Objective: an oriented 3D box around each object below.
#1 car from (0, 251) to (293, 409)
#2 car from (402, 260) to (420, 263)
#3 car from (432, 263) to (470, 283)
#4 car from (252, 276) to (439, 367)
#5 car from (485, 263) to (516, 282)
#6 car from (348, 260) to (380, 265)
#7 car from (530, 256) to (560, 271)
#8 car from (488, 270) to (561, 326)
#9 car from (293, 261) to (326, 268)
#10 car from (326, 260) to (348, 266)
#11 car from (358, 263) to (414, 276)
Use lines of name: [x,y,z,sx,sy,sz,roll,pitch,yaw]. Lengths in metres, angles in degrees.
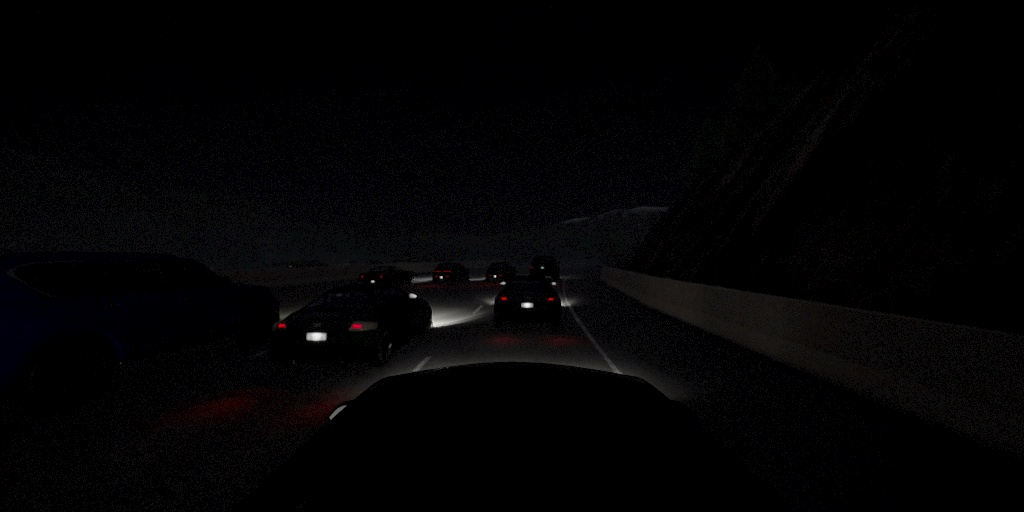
car: [-6.763,0.959,6.309,2.150,2.045,5.566,0,0,2]
car: [-14.344,1.257,49.918,2.128,1.511,4.902,0,0,16]
car: [-4.651,1.270,27.926,1.837,1.490,4.892,0,0,9]
car: [-3.177,1.312,7.958,1.994,1.385,4.181,0,0,2]
car: [-0.863,1.282,29.369,1.837,1.490,4.892,0,0,10]
car: [-18.760,1.275,46.901,1.812,1.442,4.674,0,0,14]
car: [2.817,1.009,30.243,2.150,2.045,5.566,0,0,10]
car: [0.541,1.326,11.855,1.994,1.385,4.181,0,0,3]
car: [-26.162,1.330,46.161,1.895,1.301,4.718,0,0,14]
car: [-22.068,1.267,48.101,1.812,1.442,4.674,0,0,14]
car: [-8.626,1.353,25.182,1.895,1.301,4.718,0,0,8]
